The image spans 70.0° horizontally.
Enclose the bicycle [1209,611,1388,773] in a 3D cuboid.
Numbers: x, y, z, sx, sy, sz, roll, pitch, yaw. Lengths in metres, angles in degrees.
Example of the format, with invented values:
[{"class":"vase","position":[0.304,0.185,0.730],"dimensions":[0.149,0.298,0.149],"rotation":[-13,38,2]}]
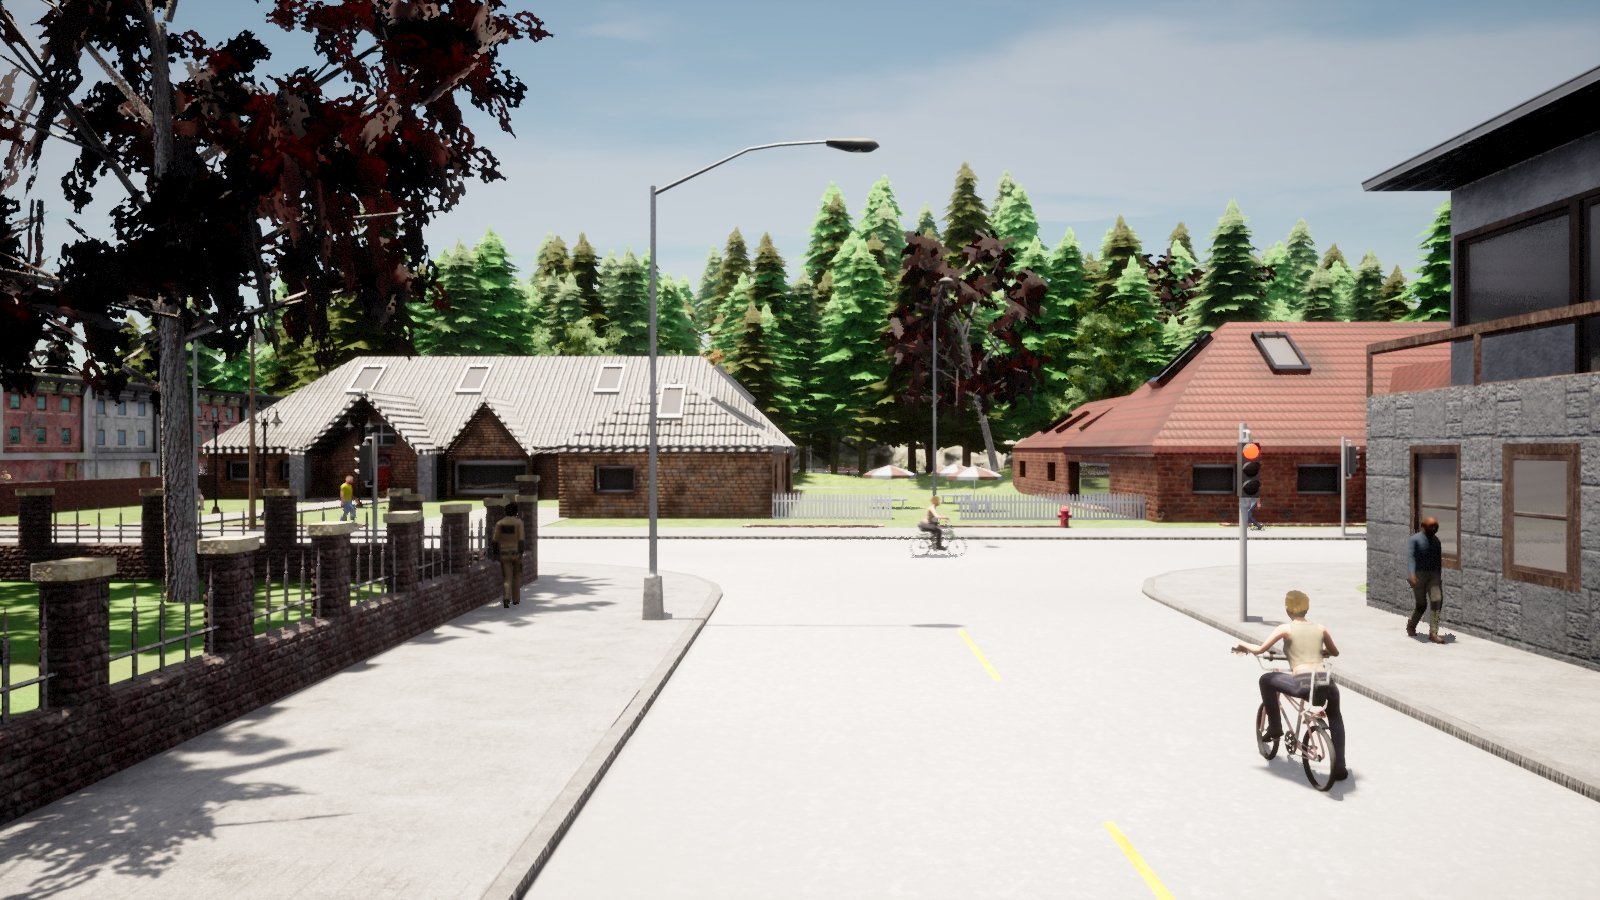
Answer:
[{"class":"bicycle","position":[4.247,2.036,9.857],"dimensions":[0.859,1.080,1.487],"rotation":[0,0,-2]}]

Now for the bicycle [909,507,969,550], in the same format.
[{"class":"bicycle","position":[3.607,2.036,29.750],"dimensions":[1.487,1.080,0.859],"rotation":[0,0,1]}]

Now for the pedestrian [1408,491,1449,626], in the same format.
[{"class":"pedestrian","position":[8.861,1.516,16.104],"dimensions":[0.375,1.860,0.375],"rotation":[0,0,1]}]

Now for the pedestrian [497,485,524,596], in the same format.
[{"class":"pedestrian","position":[-4.896,1.523,19.334],"dimensions":[0.375,1.860,0.375],"rotation":[0,0,-2]}]

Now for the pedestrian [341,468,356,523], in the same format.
[{"class":"pedestrian","position":[-15.189,1.524,38.441],"dimensions":[0.375,1.860,0.375],"rotation":[0,0,2]}]

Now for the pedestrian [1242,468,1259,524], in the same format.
[{"class":"pedestrian","position":[15.009,1.524,38.068],"dimensions":[0.375,1.860,0.375],"rotation":[0,0,-19]}]
